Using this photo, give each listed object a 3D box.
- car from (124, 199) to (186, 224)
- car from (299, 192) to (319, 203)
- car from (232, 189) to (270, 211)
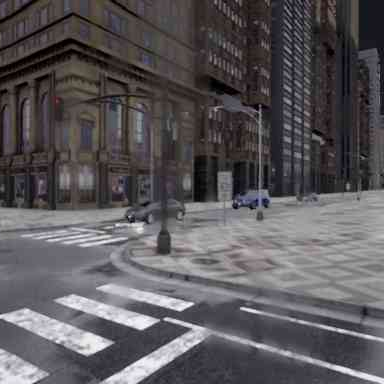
[{"bbox_3d":[-2.383,1.246,22.495,1.837,1.490,4.892,0,1,37],"label":"car"},{"bbox_3d":[17.795,0.786,50.548,2.128,1.511,4.902,0,1,36],"label":"car"},{"bbox_3d":[6.212,0.760,34.537,2.150,2.045,5.566,0,2,36],"label":"car"}]
